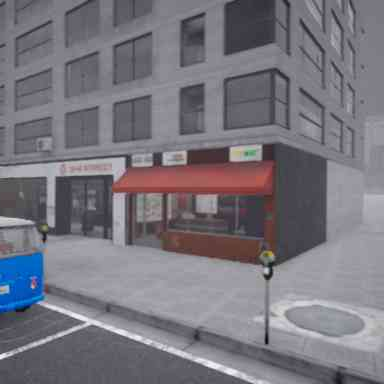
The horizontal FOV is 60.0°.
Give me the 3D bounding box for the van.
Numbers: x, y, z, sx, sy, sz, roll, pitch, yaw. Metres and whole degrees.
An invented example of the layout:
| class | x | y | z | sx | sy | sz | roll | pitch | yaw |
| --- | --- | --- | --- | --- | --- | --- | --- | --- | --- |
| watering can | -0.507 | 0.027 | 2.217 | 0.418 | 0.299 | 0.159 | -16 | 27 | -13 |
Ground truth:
| class | x | y | z | sx | sy | sz | roll | pitch | yaw |
| --- | --- | --- | --- | --- | --- | --- | --- | --- | --- |
| van | -4.502 | 1.302 | 6.285 | 3.998 | 1.788 | 1.690 | 0 | 0 | 35 |
